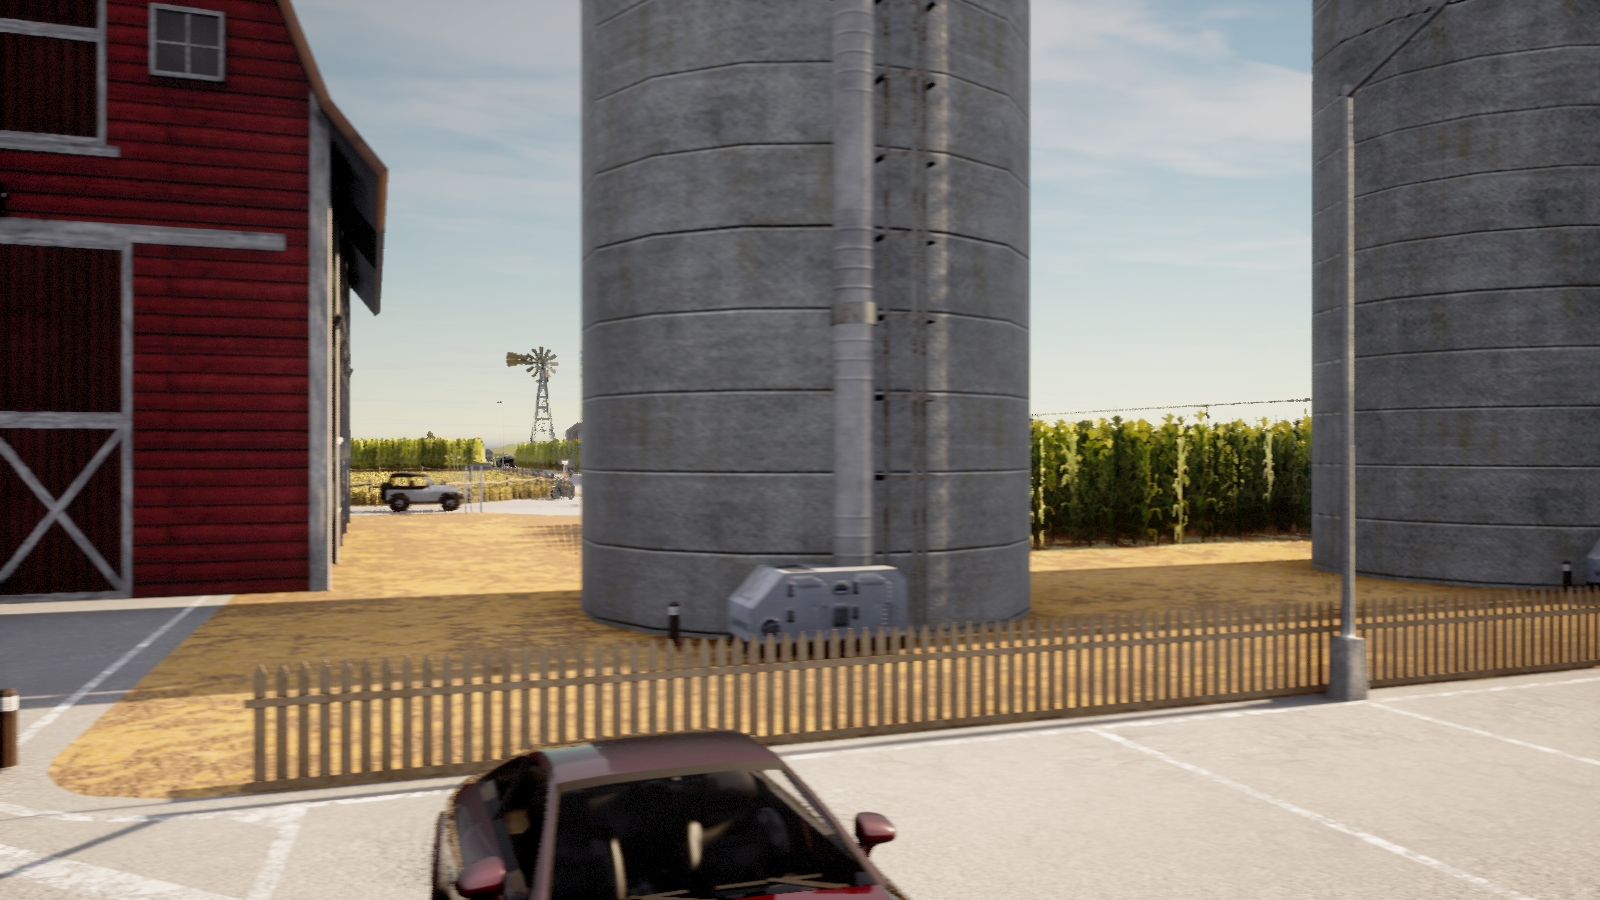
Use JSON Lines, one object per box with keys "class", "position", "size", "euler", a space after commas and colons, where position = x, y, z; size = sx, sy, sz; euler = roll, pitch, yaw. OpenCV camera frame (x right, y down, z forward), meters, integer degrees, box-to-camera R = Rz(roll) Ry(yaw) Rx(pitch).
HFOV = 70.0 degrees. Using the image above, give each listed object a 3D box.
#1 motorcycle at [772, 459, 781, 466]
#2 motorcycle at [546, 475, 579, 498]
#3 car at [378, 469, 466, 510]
{"class": "motorcycle", "position": [-4.052, 2.154, 196.424], "size": [0.764, 1.307, 2.356], "euler": [0, 0, -21]}
{"class": "motorcycle", "position": [-14.078, 2.155, 67.825], "size": [0.764, 1.307, 2.356], "euler": [0, 0, 20]}
{"class": "car", "position": [-18.031, 1.857, 54.665], "size": [3.866, 1.878, 1.905], "euler": [0, 0, -14]}
